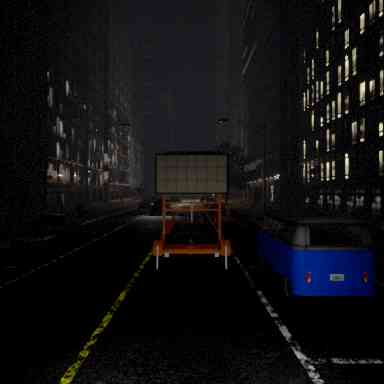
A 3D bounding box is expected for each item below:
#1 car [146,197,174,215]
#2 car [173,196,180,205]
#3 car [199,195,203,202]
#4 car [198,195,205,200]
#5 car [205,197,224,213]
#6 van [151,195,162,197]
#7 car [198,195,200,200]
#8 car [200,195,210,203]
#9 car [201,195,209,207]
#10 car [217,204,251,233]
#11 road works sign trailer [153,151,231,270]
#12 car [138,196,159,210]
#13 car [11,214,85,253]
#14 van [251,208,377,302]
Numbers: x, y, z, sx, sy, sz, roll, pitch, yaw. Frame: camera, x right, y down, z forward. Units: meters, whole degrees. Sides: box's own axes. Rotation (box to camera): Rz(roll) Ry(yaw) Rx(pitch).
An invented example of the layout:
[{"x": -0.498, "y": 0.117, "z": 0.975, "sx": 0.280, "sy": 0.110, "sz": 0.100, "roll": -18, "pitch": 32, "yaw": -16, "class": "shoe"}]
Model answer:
[{"x": -3.120, "y": 1.504, "z": 33.372, "sx": 1.837, "sy": 1.490, "sz": 4.892, "roll": 0, "pitch": 0, "yaw": 0, "class": "car"}, {"x": -3.034, "y": 1.505, "z": 58.633, "sx": 1.812, "sy": 1.442, "sz": 4.674, "roll": 0, "pitch": 0, "yaw": 0, "class": "car"}, {"x": 2.660, "y": 1.538, "z": 53.543, "sx": 2.008, "sy": 1.369, "sz": 4.403, "roll": 0, "pitch": 0, "yaw": 0, "class": "car"}, {"x": 2.638, "y": 1.462, "z": 93.390, "sx": 1.887, "sy": 1.381, "sz": 4.507, "roll": 0, "pitch": 0, "yaw": 0, "class": "car"}, {"x": 2.669, "y": 1.581, "z": 36.466, "sx": 1.802, "sy": 1.307, "sz": 4.206, "roll": 0, "pitch": 0, "yaw": 0, "class": "car"}, {"x": -5.721, "y": 1.328, "z": 53.542, "sx": 1.690, "sy": 1.788, "sz": 3.998, "roll": 0, "pitch": 0, "yaw": 0, "class": "van"}, {"x": 2.654, "y": 1.410, "z": 64.928, "sx": 1.967, "sy": 1.590, "sz": 4.097, "roll": 0, "pitch": 0, "yaw": 0, "class": "car"}, {"x": 2.650, "y": 1.401, "z": 70.620, "sx": 1.967, "sy": 1.590, "sz": 4.097, "roll": 0, "pitch": 0, "yaw": 0, "class": "car"}, {"x": 2.663, "y": 1.544, "z": 47.850, "sx": 2.008, "sy": 1.369, "sz": 4.403, "roll": 0, "pitch": 0, "yaw": 0, "class": "car"}, {"x": 2.679, "y": 1.581, "z": 19.388, "sx": 1.802, "sy": 1.307, "sz": 4.206, "roll": 0, "pitch": 0, "yaw": 0, "class": "car"}, {"x": -0.006, "y": 0.464, "z": 11.021, "sx": 2.380, "sy": 3.560, "sz": 2.880, "roll": 0, "pitch": 0, "yaw": 0, "class": "road works sign trailer"}, {"x": -5.715, "y": 1.548, "z": 42.157, "sx": 2.008, "sy": 1.369, "sz": 4.403, "roll": 0, "pitch": 0, "yaw": 0, "class": "car"}, {"x": -5.699, "y": 1.581, "z": 13.693, "sx": 1.802, "sy": 1.307, "sz": 4.206, "roll": 0, "pitch": 0, "yaw": 0, "class": "car"}, {"x": 2.686, "y": 1.341, "z": 8.004, "sx": 1.690, "sy": 1.788, "sz": 3.998, "roll": 0, "pitch": 0, "yaw": 0, "class": "van"}]
